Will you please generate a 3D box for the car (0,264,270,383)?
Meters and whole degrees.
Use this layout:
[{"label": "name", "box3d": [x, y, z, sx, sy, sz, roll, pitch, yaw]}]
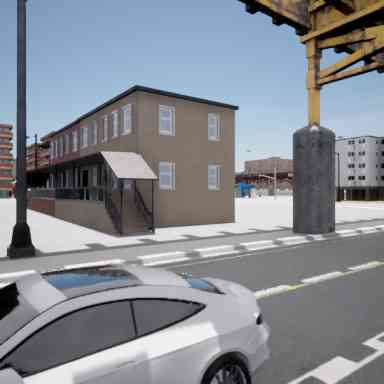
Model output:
[{"label": "car", "box3d": [-1.240, 1.526, 3.110, 4.674, 1.442, 1.812, 0, 0, -36]}]
